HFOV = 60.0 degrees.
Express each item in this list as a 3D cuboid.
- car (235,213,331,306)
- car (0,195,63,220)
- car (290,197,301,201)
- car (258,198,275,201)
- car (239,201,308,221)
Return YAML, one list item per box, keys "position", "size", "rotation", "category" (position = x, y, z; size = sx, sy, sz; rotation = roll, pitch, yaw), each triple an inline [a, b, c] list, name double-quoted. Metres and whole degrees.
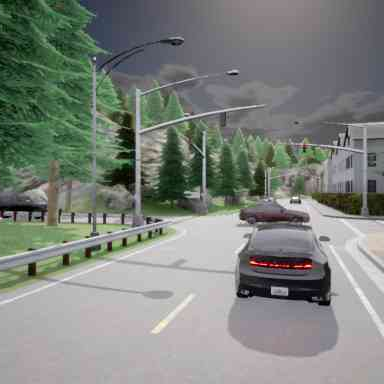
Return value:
- position: [2.269, 1.505, 8.188]
  size: [1.837, 1.490, 4.892]
  rotation: [0, 0, 17]
  category: "car"
- position: [-13.914, 1.238, 28.602]
  size: [5.566, 2.045, 2.150]
  rotation: [0, 0, 17]
  category: "car"
- position: [19.446, 1.564, 62.498]
  size: [1.994, 1.385, 4.181]
  rotation: [0, 0, 18]
  category: "car"
- position: [8.786, 1.564, 41.075]
  size: [1.994, 1.385, 4.181]
  rotation: [0, 0, 18]
  category: "car"
- position: [5.538, 1.535, 22.597]
  size: [4.674, 1.442, 1.812]
  rotation: [0, 0, 17]
  category: "car"
